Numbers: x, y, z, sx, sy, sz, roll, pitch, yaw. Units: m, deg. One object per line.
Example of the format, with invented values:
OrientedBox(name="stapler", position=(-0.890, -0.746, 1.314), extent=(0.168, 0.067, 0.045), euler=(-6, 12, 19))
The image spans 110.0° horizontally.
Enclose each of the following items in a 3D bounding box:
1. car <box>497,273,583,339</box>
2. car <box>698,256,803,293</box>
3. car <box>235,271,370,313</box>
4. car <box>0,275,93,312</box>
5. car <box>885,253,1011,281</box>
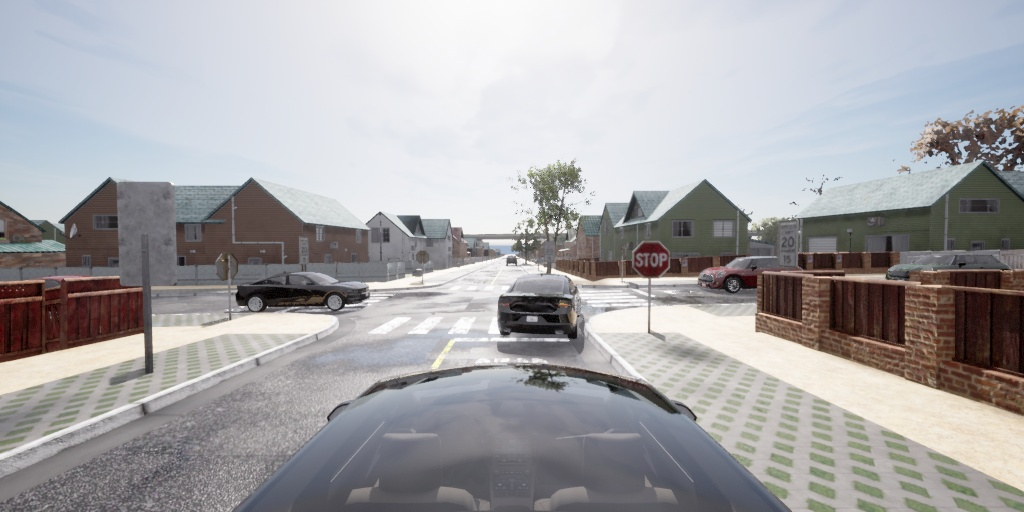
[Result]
OrientedBox(name="car", position=(0.951, 1.224, 10.241), extent=(1.882, 1.535, 5.008), euler=(0, 0, 12))
OrientedBox(name="car", position=(11.794, 0.820, 17.859), extent=(4.553, 1.767, 2.097), euler=(-1, 2, 0))
OrientedBox(name="car", position=(-8.479, 1.376, 14.760), extent=(5.008, 1.535, 1.882), euler=(-1, 2, 0))
OrientedBox(name="car", position=(-18.032, 1.546, 14.689), extent=(5.008, 1.535, 1.882), euler=(-1, 2, 0))
OrientedBox(name="car", position=(21.688, 0.646, 17.938), extent=(4.553, 1.767, 2.097), euler=(-1, 2, 0))
